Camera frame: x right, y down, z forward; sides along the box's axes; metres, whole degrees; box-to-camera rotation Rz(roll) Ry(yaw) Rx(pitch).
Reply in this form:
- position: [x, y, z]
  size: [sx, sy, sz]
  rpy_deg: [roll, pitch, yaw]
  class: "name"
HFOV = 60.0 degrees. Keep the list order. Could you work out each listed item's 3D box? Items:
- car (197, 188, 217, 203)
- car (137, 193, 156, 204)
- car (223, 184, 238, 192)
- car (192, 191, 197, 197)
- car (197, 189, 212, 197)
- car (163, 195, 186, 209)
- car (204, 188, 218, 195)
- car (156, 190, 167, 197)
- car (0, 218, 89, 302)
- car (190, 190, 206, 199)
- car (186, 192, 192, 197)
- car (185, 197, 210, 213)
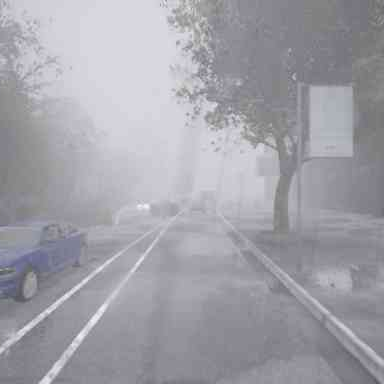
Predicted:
- position: [2.765, 0.684, 56.037]
  size: [2.150, 2.045, 5.566]
  rpy_deg: [0, 3, 10]
  class: "car"
- position: [-7.417, 0.966, 52.104]
  size: [2.128, 1.511, 4.902]
  rpy_deg: [0, 2, 0]
  class: "car"
- position: [10.324, -0.838, 94.124]
  size: [2.231, 1.521, 4.892]
  rpy_deg: [-3, 2, 25]
  class: "car"
- position: [-0.026, 0.786, 61.513]
  size: [2.002, 1.452, 4.674]
  rpy_deg: [-1, 2, 12]
  class: "car"
- position: [2.756, 0.185, 73.111]
  size: [2.231, 1.521, 4.892]
  rpy_deg: [0, 3, 17]
  class: "car"
- position: [-2.359, 1.525, 45.028]
  size: [2.002, 1.452, 4.674]
  rpy_deg: [-2, 2, 4]
  class: "car"
- position: [4.609, -0.111, 79.154]
  size: [2.097, 1.535, 5.008]
  rpy_deg: [0, 3, 18]
  class: "car"
- position: [-6.380, 0.325, 67.933]
  size: [1.812, 1.442, 4.674]
  rpy_deg: [0, 3, 6]
  class: "car"
- position: [-4.229, 1.486, 8.507]
  size: [1.882, 1.535, 5.008]
  rpy_deg: [0, 0, 1]
  class: "car"
- position: [1.333, 0.465, 67.589]
  size: [2.097, 1.535, 5.008]
  rpy_deg: [-1, 3, 14]
  class: "car"
- position: [-1.814, 1.196, 51.140]
  size: [2.097, 1.535, 5.008]
  rpy_deg: [1, 3, 10]
  class: "car"
- position: [0.689, 1.582, 37.009]
  size: [2.033, 1.411, 5.357]
  rpy_deg: [0, 0, 3]
  class: "car"
